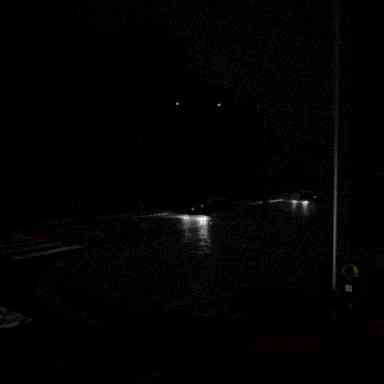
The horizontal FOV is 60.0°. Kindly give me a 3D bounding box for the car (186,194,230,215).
[{"bbox_3d":[1.398,0.934,26.424,1.812,1.442,4.674,1,2,35],"label":"car"}]

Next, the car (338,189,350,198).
[{"bbox_3d":[24.107,0.227,53.351,2.033,1.411,5.357,1,2,36],"label":"car"}]

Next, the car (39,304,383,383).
[{"bbox_3d":[0.699,1.544,2.295,4.507,1.381,1.887,0,1,35],"label":"car"}]

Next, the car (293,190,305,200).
[{"bbox_3d":[15.596,0.388,46.298,1.812,1.442,4.674,1,2,36],"label":"car"}]

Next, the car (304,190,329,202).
[{"bbox_3d":[16.259,0.539,42.281,1.994,1.385,4.181,1,2,36],"label":"car"}]

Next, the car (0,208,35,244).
[{"bbox_3d":[-8.536,1.278,12.415,1.882,1.535,5.008,1,2,35],"label":"car"}]
